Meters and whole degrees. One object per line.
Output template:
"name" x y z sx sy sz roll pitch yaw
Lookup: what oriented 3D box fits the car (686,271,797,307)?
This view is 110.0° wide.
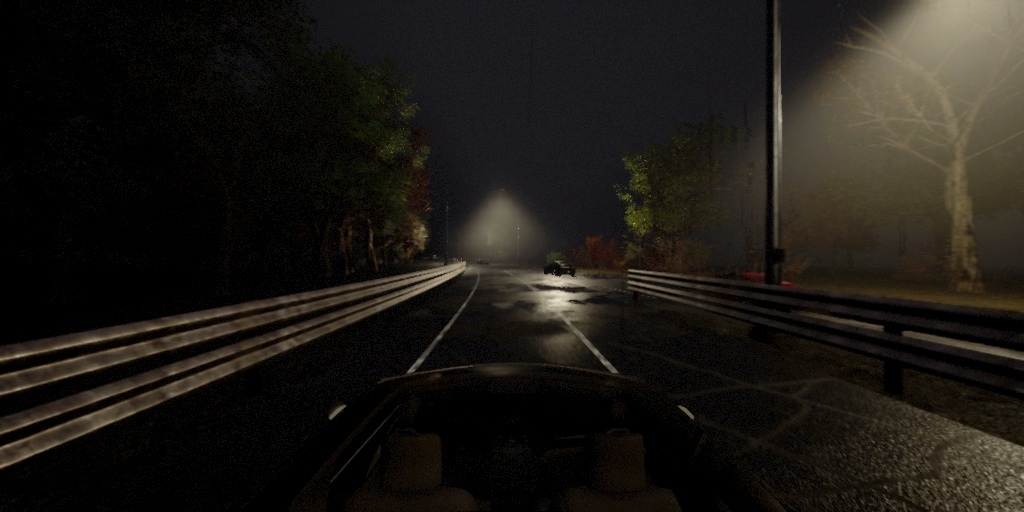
"car" 9.729 1.374 15.443 1.812 1.442 4.674 0 0 -15

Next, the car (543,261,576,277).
"car" 4.494 1.230 34.718 2.128 1.511 4.902 1 0 -15
